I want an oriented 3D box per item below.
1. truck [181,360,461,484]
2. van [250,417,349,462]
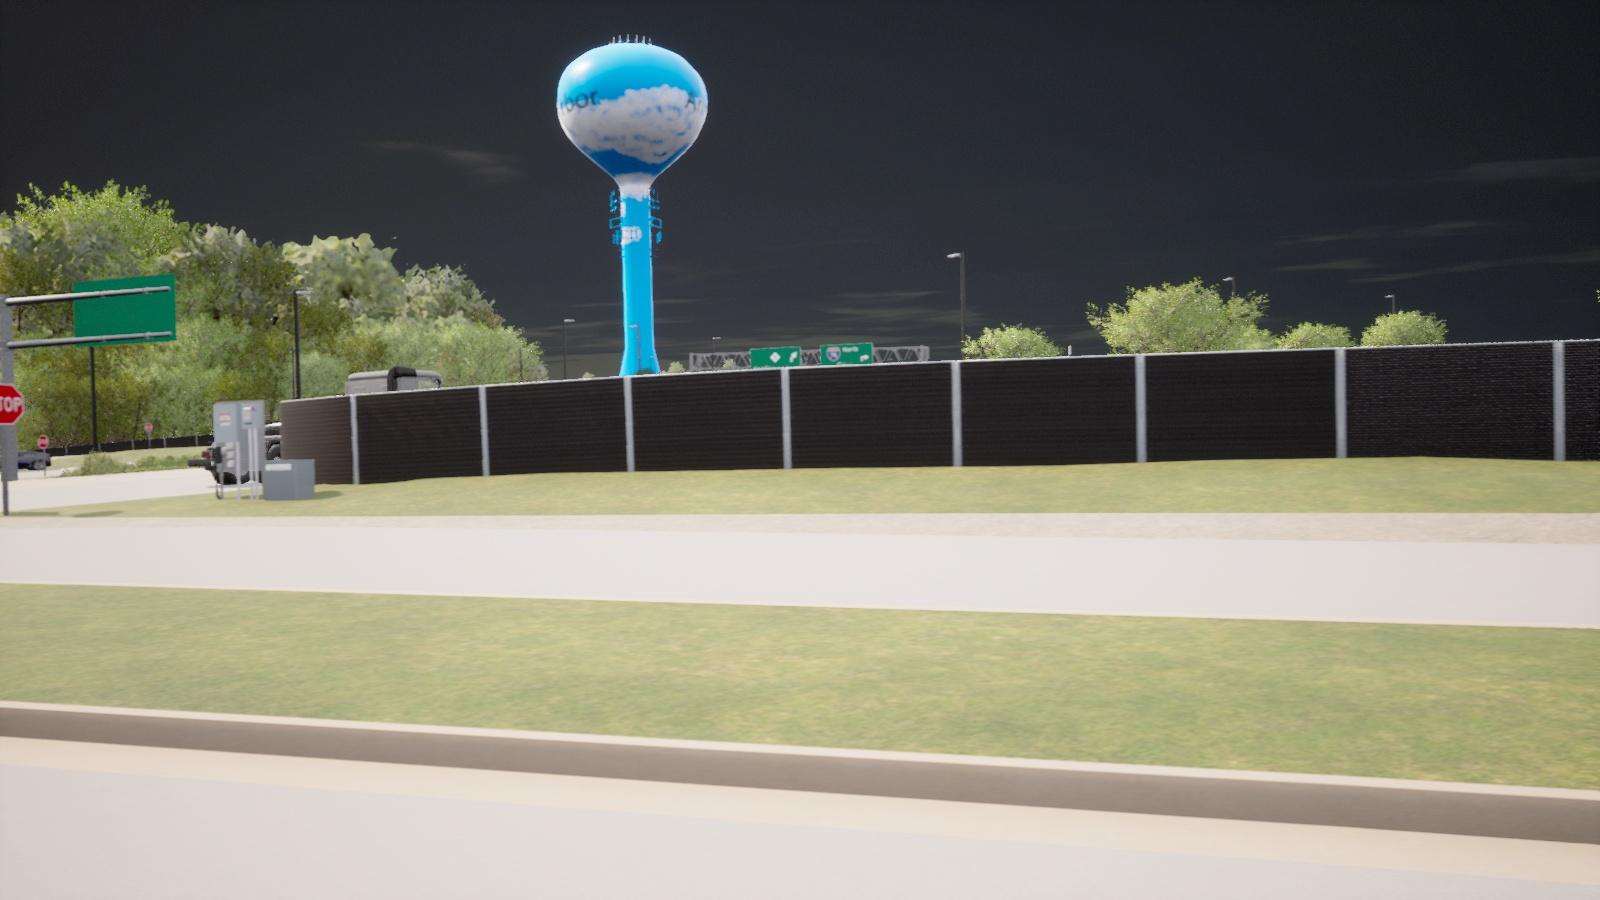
[{"bbox_3d":[-14.717,-0.941,39.339,2.891,3.462,7.936,-1,2,31],"label":"truck"},{"bbox_3d":[-24.476,-0.571,61.550,2.069,2.038,4.480,-1,2,18],"label":"van"}]
